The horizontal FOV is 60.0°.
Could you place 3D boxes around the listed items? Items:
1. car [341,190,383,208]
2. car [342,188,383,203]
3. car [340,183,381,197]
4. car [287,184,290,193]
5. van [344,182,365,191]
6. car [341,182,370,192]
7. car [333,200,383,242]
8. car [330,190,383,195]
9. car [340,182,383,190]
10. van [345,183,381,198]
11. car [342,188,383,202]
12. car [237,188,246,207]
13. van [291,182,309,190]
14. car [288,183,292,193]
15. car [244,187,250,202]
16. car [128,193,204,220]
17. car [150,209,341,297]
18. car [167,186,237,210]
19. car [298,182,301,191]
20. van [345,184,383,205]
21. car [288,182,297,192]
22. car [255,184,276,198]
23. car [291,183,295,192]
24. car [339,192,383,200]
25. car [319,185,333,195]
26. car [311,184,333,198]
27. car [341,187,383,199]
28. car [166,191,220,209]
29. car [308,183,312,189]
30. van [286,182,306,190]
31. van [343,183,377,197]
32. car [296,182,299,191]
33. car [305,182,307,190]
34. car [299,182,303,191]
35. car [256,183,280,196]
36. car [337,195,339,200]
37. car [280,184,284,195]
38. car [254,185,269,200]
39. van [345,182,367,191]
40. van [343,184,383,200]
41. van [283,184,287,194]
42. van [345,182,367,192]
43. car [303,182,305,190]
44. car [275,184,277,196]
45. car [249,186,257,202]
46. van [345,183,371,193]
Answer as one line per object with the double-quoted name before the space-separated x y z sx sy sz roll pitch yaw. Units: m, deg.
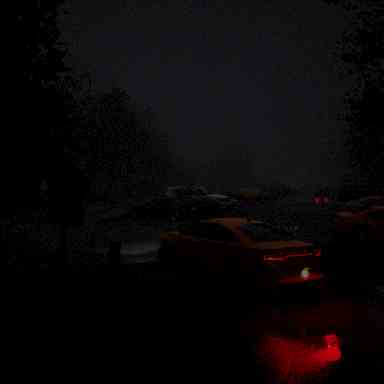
"car" 16.834 0.612 31.700 4.792 1.488 2.163 1 3 25
"car" 19.252 0.398 36.819 4.792 1.488 2.163 1 3 25
"car" 26.085 -0.411 51.805 5.566 2.045 2.435 1 2 25
"car" 13.075 -0.248 54.829 4.792 1.488 2.163 1 2 25
"van" 38.784 -1.329 79.637 4.442 1.987 1.878 1 2 25
"car" 35.391 -1.097 72.045 5.566 2.045 2.435 1 2 25
"car" 8.811 1.343 14.200 5.008 1.535 2.097 1 3 25
"car" 13.222 0.905 24.222 5.366 1.575 1.946 1 3 25
"car" 15.729 0.442 29.151 5.566 2.045 2.435 1 3 25
"van" 23.903 -0.213 46.714 4.442 1.987 1.878 1 2 25
"car" 20.354 0.305 39.216 4.792 1.488 2.163 1 2 25
"car" 1.682 0.710 29.542 5.366 1.575 1.946 1 3 25
"van" 29.218 -1.627 90.140 4.442 1.987 1.878 1 1 25
"car" 14.234 -0.334 57.350 4.792 1.488 2.163 1 2 25
"car" 2.679 0.601 32.137 4.892 1.521 2.231 1 3 25
"car" -1.991 1.067 22.072 4.792 1.488 2.163 1 3 25
"car" 0.886 1.394 8.462 1.882 1.535 5.008 2 -1 -31
"car" 0.380 0.569 27.076 5.566 2.045 2.435 1 3 25
"car" 18.892 -0.704 67.424 4.892 1.521 2.231 1 2 25
"van" 18.174 0.248 34.256 4.442 1.987 1.878 1 3 25
"car" 16.411 -0.540 62.457 5.366 1.575 1.946 1 2 25
"car" 7.477 0.170 42.141 5.366 1.575 1.946 1 3 25
"car" 15.393 -0.419 59.871 4.792 1.488 2.163 1 2 25
"car" 10.001 1.109 16.695 4.553 1.767 2.185 1 3 25
"car" 22.854 -0.329 56.543 1.882 1.535 5.008 1 2 25
"car" 18.554 0.002 47.193 2.128 1.511 4.902 1 2 25
"car" 22.645 0.096 44.253 5.008 1.535 2.097 1 2 25
"car" -0.800 0.929 24.577 5.008 1.535 2.097 1 3 25
"car" 27.038 -1.553 85.049 5.566 2.045 2.435 1 2 25
"van" 25.747 -1.445 82.589 4.442 1.987 1.878 1 2 25
"van" 24.848 -0.302 49.328 4.442 1.987 1.878 1 2 25
"car" 17.744 -0.618 64.898 4.892 1.521 2.231 1 2 25
"car" 23.529 -1.047 77.509 5.008 1.535 2.097 1 2 25
"car" 19.888 -0.796 70.020 5.366 1.575 1.946 1 2 25
"car" 9.653 -0.144 47.237 4.553 1.767 2.185 1 2 25
"car" 11.051 1.159 19.128 4.792 1.488 2.163 1 3 25
"car" 10.809 -0.077 49.762 4.792 1.488 2.163 1 2 25
"car" 6.032 0.263 39.887 5.366 1.575 1.946 1 3 25
"van" 37.784 -1.236 76.903 4.442 1.987 1.878 1 2 25
"van" 21.379 -0.043 41.763 4.442 1.987 1.878 1 2 24
"van" 12.048 -0.416 52.238 4.442 1.987 1.878 1 2 25
"van" 36.679 -1.155 74.501 4.442 1.987 1.878 1 2 25
"car" 22.347 -1.087 74.994 4.553 1.767 2.185 1 2 25
"car" 8.459 0.074 44.734 4.892 1.521 2.231 1 3 25
"car" 3.663 0.485 34.737 5.366 1.575 1.946 1 3 25
"van" 32.052 -0.814 64.438 4.442 1.987 1.878 1 2 25
